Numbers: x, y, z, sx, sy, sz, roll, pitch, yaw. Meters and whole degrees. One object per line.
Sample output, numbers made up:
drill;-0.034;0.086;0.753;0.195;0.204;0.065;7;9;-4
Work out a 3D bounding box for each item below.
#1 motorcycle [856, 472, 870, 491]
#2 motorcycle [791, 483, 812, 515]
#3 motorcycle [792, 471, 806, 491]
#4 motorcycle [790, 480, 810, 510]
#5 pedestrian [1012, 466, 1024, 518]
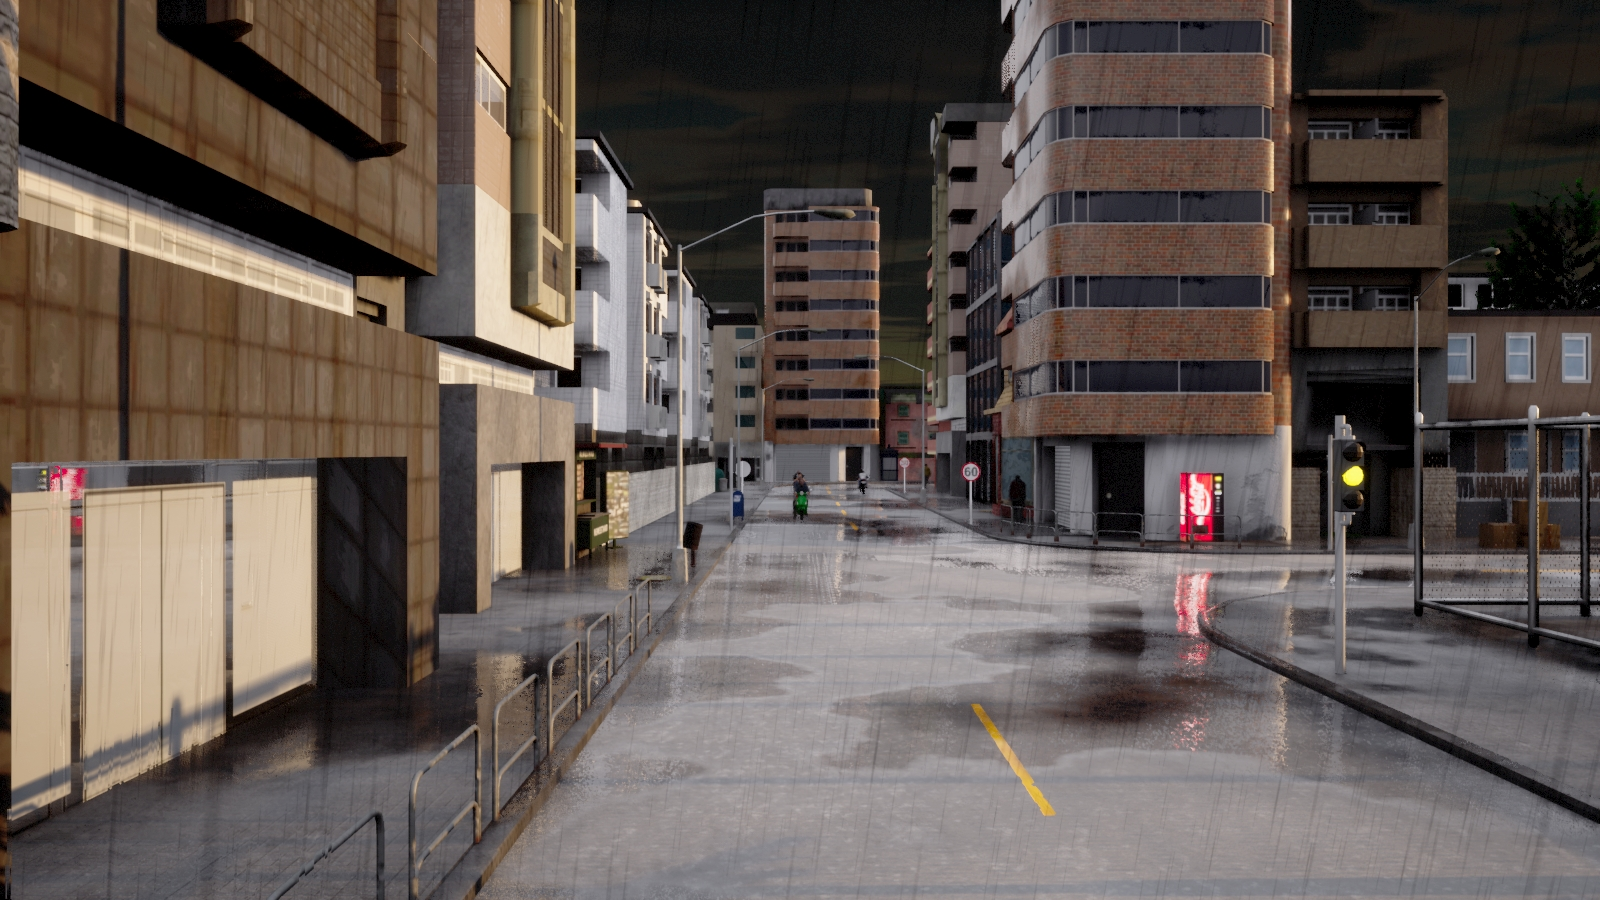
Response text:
motorcycle;4.042;2.005;73.422;0.803;1.145;2.033;0;0;0
motorcycle;0.063;1.970;46.521;0.856;1.236;1.805;0;0;0
motorcycle;-0.098;1.997;73.725;0.867;1.251;2.209;0;0;-1
motorcycle;0.019;1.970;50.389;0.856;1.236;1.805;0;0;0
pedestrian;7.902;1.523;41.465;0.375;1.860;0.375;0;0;4
